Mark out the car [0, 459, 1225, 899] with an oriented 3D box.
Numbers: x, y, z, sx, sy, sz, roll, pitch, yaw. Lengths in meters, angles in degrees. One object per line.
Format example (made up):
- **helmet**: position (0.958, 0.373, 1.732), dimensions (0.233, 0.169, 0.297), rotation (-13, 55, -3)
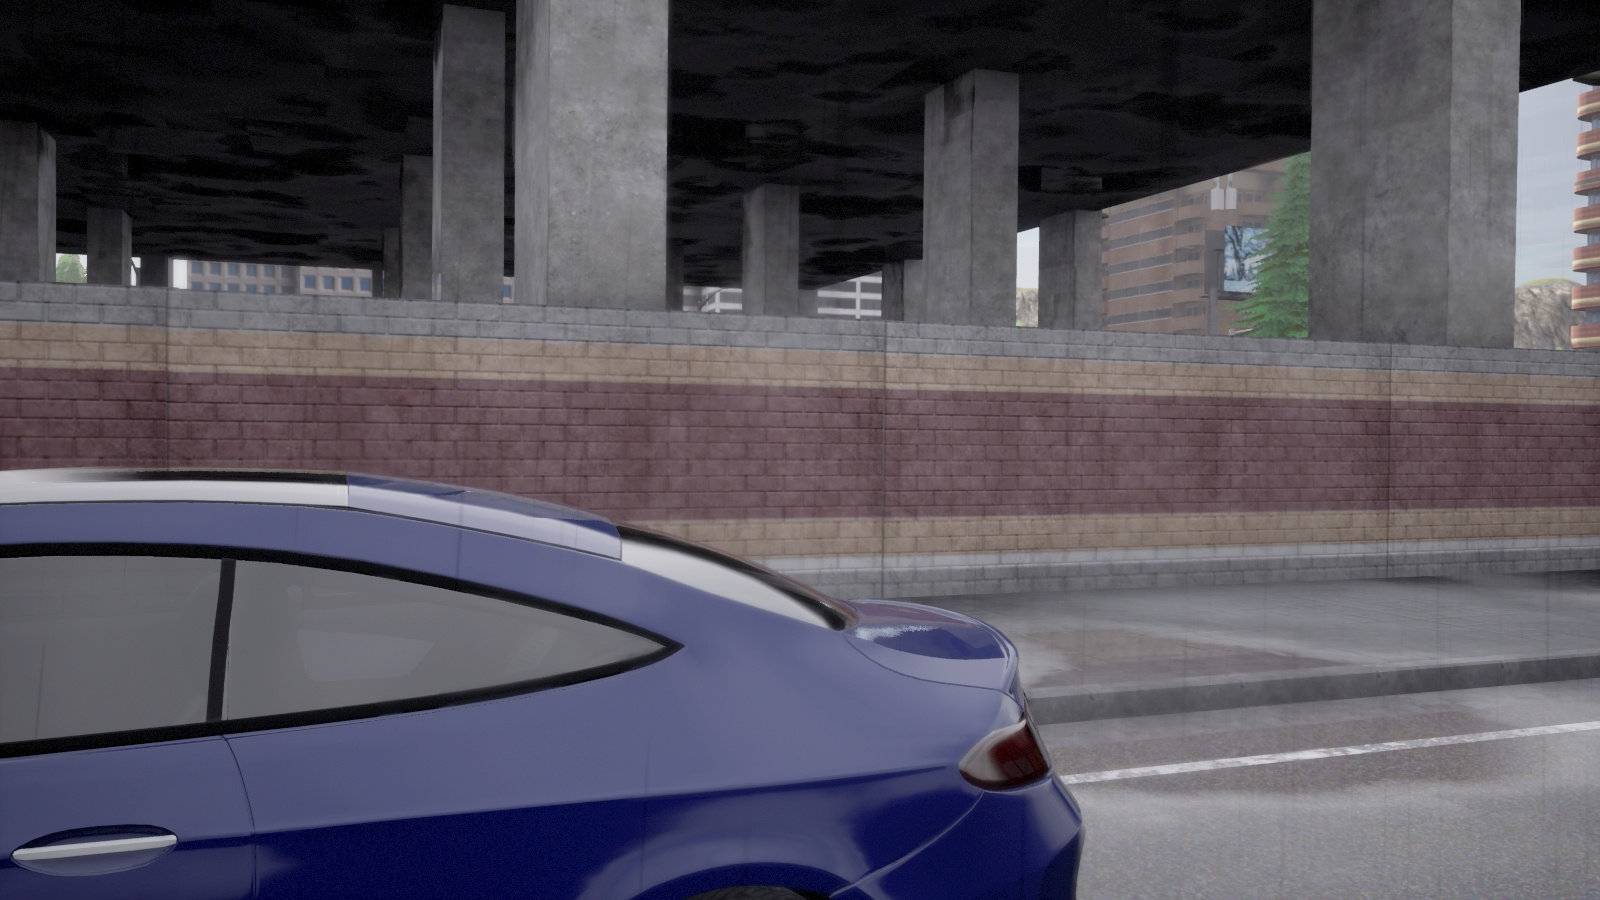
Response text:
- **car**: position (-1.621, 0.799, 2.622), dimensions (4.674, 1.442, 1.812), rotation (-1, 1, -21)
